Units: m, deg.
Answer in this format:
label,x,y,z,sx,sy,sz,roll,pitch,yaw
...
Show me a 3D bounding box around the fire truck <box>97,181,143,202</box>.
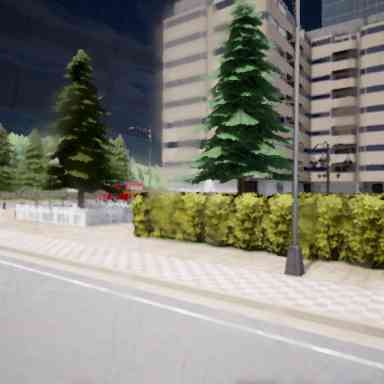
label,x,y,z,sx,sy,sz,roll,pitch,yaw
fire truck,-12.586,-0.140,59.168,2.891,3.827,8.468,1,0,36
